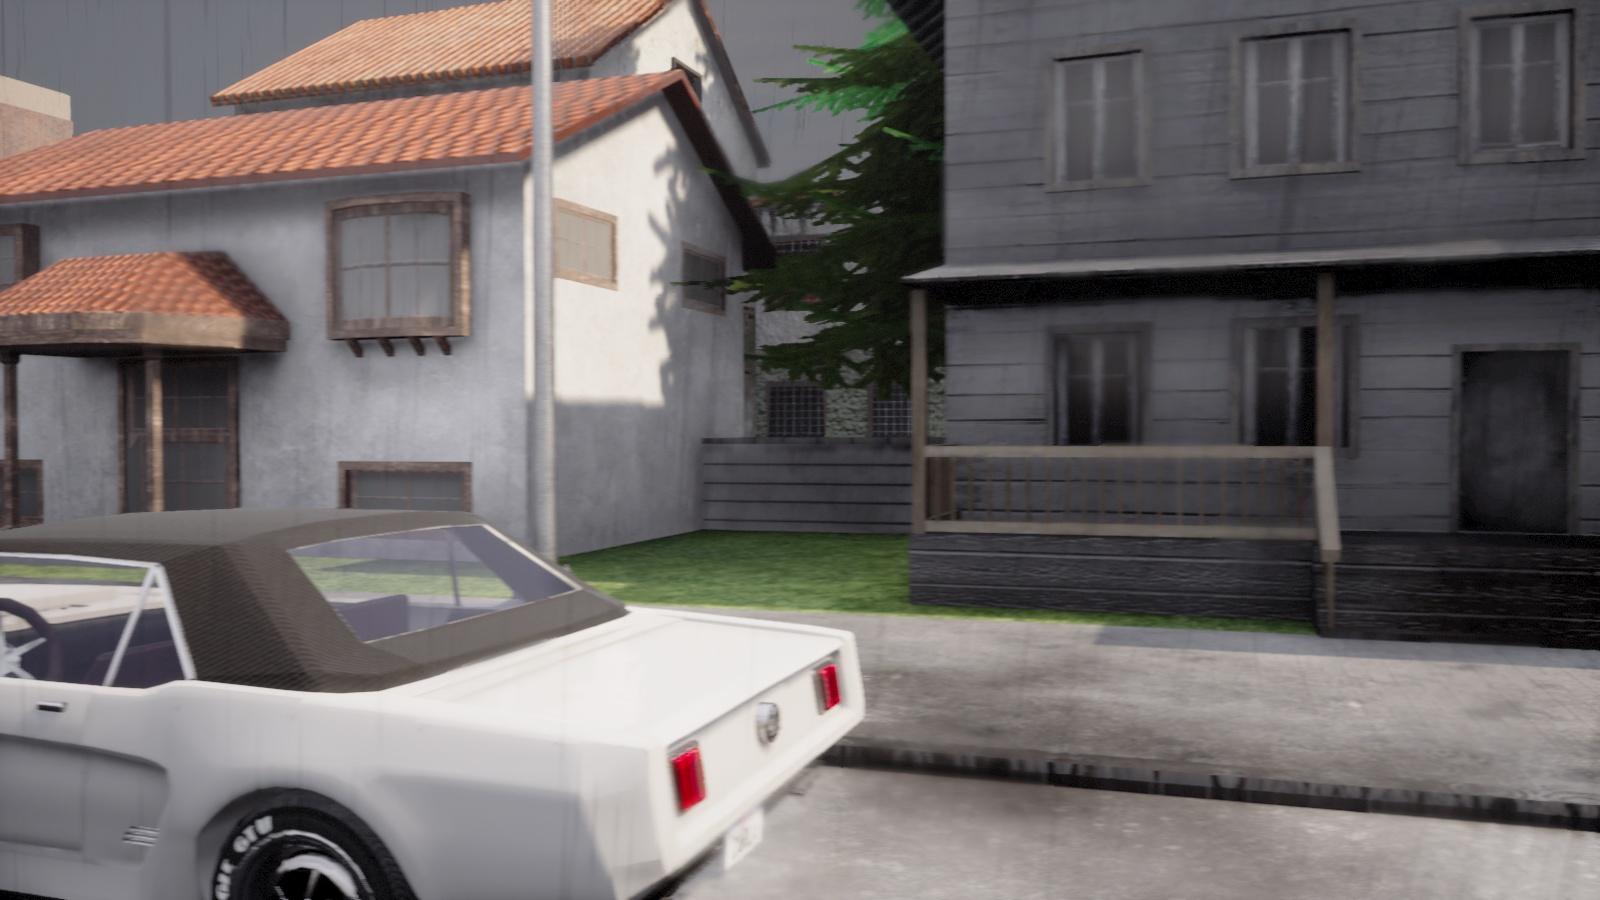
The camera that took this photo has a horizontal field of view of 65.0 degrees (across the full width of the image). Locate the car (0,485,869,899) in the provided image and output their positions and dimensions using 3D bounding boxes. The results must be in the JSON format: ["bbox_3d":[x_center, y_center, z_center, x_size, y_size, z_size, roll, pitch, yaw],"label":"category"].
[{"bbox_3d":[-2.287,0.846,4.493,4.718,1.301,1.895,1,1,19],"label":"car"}]
